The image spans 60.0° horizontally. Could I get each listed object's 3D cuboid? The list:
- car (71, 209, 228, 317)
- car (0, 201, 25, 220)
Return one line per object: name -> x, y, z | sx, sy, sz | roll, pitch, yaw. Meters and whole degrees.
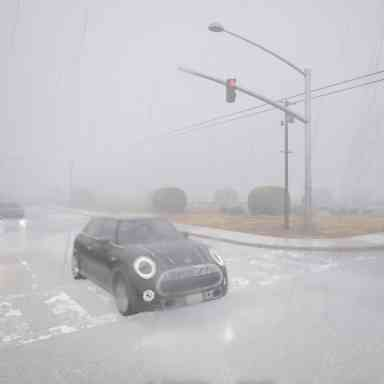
car -> -1.230, 1.313, 7.720 | 2.097, 1.767, 4.553 | 0, -1, -35
car -> -15.558, 1.569, 28.401 | 1.837, 1.490, 4.892 | 0, 2, -35
